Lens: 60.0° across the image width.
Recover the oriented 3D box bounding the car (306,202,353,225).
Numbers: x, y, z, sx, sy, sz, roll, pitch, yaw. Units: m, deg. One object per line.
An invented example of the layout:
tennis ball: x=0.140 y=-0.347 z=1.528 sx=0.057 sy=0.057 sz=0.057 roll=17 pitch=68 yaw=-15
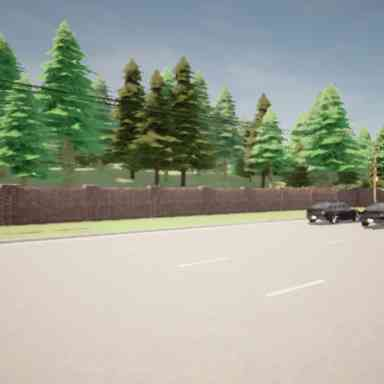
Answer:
car: x=10.245 y=1.463 z=23.958 sx=4.892 sy=1.490 sz=1.837 roll=0 pitch=0 yaw=-36

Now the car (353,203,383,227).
car: x=12.710 y=1.463 z=21.417 sx=4.892 sy=1.490 sz=1.837 roll=0 pitch=0 yaw=-36
